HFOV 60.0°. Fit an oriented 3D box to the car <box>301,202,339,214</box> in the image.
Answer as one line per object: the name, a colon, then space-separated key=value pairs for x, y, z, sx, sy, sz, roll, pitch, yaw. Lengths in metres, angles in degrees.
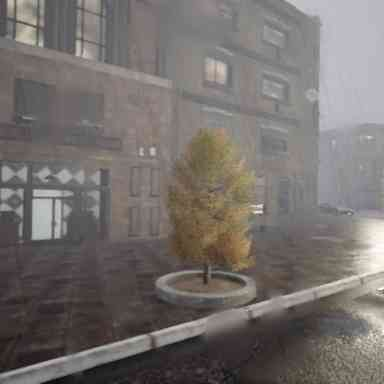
car: x=15.757 y=1.938 z=41.315 sx=1.895 sy=1.301 sz=4.718 roll=1 pitch=-1 yaw=-17

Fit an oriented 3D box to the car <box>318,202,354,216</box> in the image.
car: x=15.050 y=1.812 z=35.213 sx=1.947 sy=1.339 sz=4.313 roll=2 pitch=-1 yaw=-17
